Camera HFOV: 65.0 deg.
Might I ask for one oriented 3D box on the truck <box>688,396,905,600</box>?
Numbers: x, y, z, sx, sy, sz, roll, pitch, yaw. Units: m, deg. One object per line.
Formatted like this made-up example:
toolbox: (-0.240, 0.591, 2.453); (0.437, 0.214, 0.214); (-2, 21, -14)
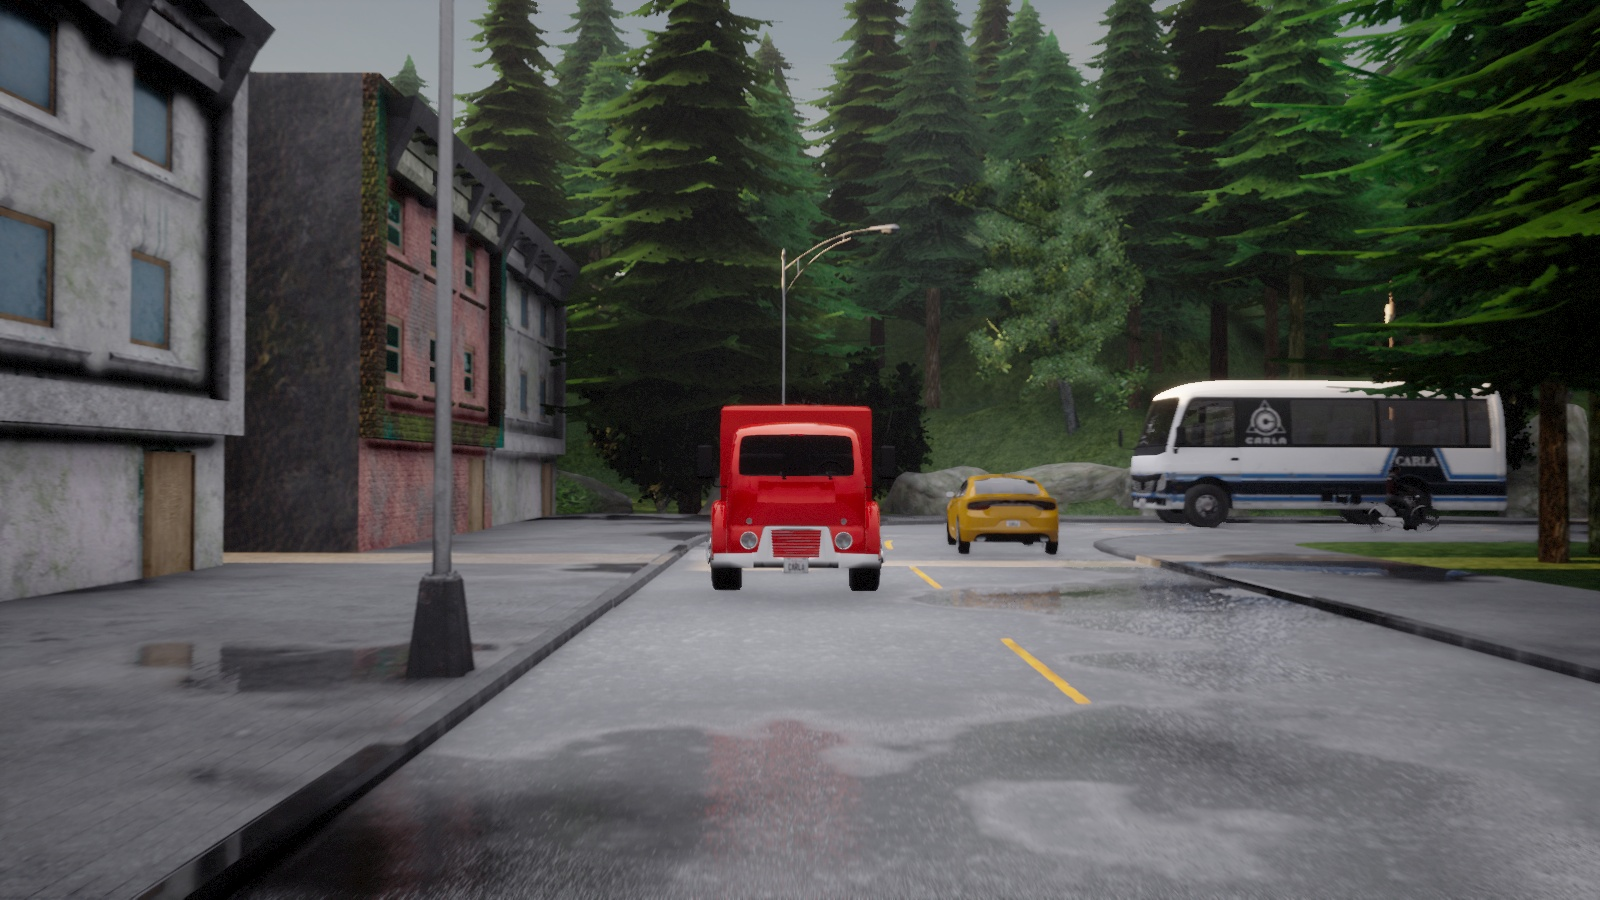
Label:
truck: (-0.056, 0.627, 17.873); (2.627, 2.467, 5.204); (0, -1, 0)

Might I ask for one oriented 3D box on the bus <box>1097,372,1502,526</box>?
bus: (14.364, -0.002, 36.896); (10.273, 4.253, 3.944); (0, -1, -1)

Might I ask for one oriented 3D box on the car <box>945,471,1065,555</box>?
car: (4.055, 1.206, 25.625); (1.882, 1.535, 5.008); (0, -1, 3)

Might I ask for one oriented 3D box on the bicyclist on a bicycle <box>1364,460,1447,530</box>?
bicyclist on a bicycle: (15.816, 1.171, 32.809); (1.843, 1.776, 0.659); (0, -1, -2)
